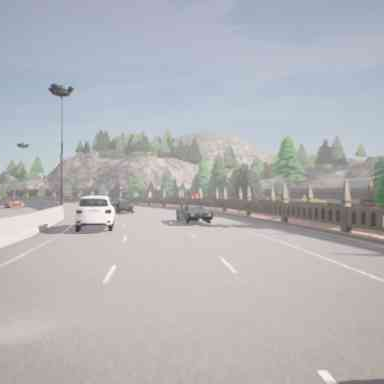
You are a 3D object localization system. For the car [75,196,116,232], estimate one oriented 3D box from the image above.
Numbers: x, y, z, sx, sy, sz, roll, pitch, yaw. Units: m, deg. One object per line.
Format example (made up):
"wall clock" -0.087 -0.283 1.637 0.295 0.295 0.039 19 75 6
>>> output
"car" -6.076 1.291 21.125 2.150 2.045 5.566 0 0 -13

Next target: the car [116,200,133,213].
"car" -8.086 1.631 38.411 2.128 1.511 4.902 0 0 -23

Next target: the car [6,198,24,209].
"car" -27.512 1.684 51.750 2.097 1.767 4.553 0 0 -35

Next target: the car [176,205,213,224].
"car" 0.051 1.660 25.393 1.895 1.301 4.718 0 0 -14
